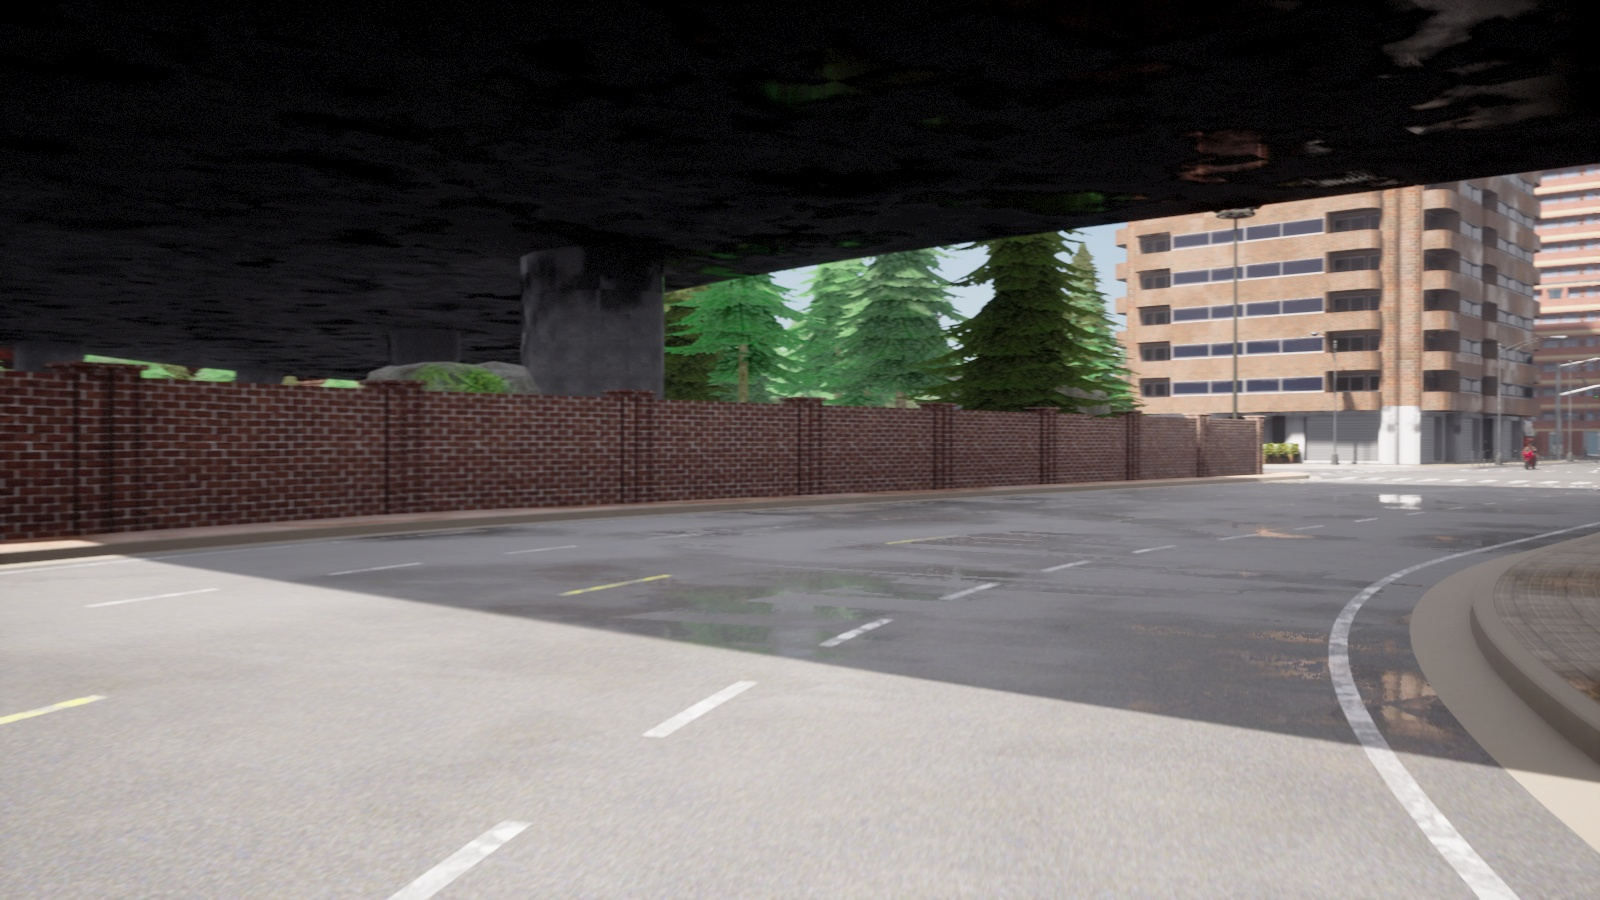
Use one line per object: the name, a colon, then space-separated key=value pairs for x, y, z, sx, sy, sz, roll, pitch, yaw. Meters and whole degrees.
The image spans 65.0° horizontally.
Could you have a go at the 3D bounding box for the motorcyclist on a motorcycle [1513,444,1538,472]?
motorcyclist on a motorcycle: x=40.390 y=0.427 z=69.883 sx=0.797 sy=1.523 sz=2.044 roll=0 pitch=0 yaw=42
